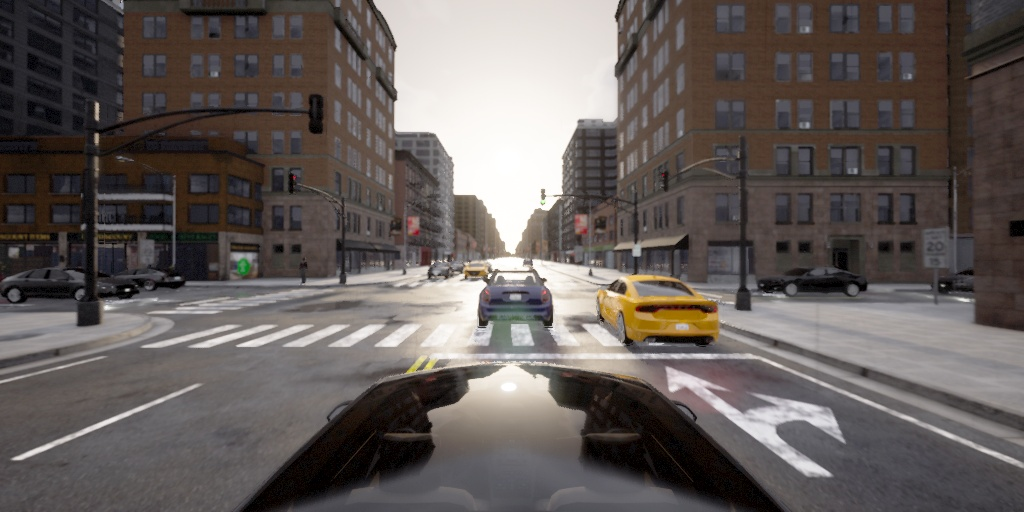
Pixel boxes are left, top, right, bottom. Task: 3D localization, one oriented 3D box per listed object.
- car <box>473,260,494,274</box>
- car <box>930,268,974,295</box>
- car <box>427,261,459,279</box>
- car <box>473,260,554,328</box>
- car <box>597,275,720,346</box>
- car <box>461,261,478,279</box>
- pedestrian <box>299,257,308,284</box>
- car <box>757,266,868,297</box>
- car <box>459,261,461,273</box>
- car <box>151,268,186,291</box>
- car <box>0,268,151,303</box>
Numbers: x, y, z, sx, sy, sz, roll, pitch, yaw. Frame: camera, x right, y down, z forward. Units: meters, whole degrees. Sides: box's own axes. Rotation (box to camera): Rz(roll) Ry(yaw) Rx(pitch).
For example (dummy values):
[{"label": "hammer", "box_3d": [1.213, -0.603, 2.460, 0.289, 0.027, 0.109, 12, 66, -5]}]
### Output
[{"label": "car", "box_3d": [-3.354, 1.321, 43.586, 2.128, 1.511, 4.902, 0, 0, 0]}, {"label": "car", "box_3d": [25.387, 1.347, 19.096, 4.892, 1.490, 1.837, 0, 0, 0]}, {"label": "car", "box_3d": [-6.618, 1.303, 33.553, 2.128, 1.511, 4.902, 0, 0, -1]}, {"label": "car", "box_3d": [0.098, 1.120, 11.657, 2.097, 1.767, 4.553, 0, 0, 0]}, {"label": "car", "box_3d": [3.514, 1.243, 9.536, 1.882, 1.535, 5.008, 0, 0, 4]}, {"label": "car", "box_3d": [-3.356, 1.291, 34.155, 1.882, 1.535, 5.008, 0, 0, 0]}, {"label": "pedestrian", "box_3d": [-14.146, 0.965, 24.347, 0.375, 1.860, 0.375, 0, 0, 0]}, {"label": "car", "box_3d": [15.879, 1.302, 19.140, 5.008, 1.535, 1.882, 0, 0, 1]}, {"label": "car", "box_3d": [-6.603, 1.320, 42.976, 2.128, 1.511, 4.902, 0, 0, 0]}, {"label": "car", "box_3d": [-22.128, 1.369, 21.508, 4.313, 1.339, 1.948, 0, 0, 0]}, {"label": "car", "box_3d": [-19.586, 1.277, 16.012, 4.892, 1.490, 1.837, 0, 0, 0]}]
